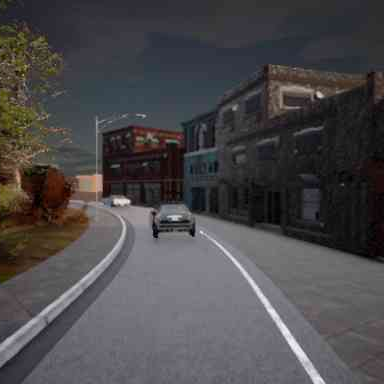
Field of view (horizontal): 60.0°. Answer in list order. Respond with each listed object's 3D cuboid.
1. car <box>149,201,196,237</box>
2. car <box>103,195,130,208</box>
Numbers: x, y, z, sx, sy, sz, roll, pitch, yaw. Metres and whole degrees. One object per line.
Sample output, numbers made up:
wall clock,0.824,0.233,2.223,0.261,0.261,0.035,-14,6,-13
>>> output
car,-1.175,1.260,17.817,2.097,1.767,4.553,0,1,-10
car,-8.650,1.011,37.679,1.895,1.301,4.718,-1,2,-30
